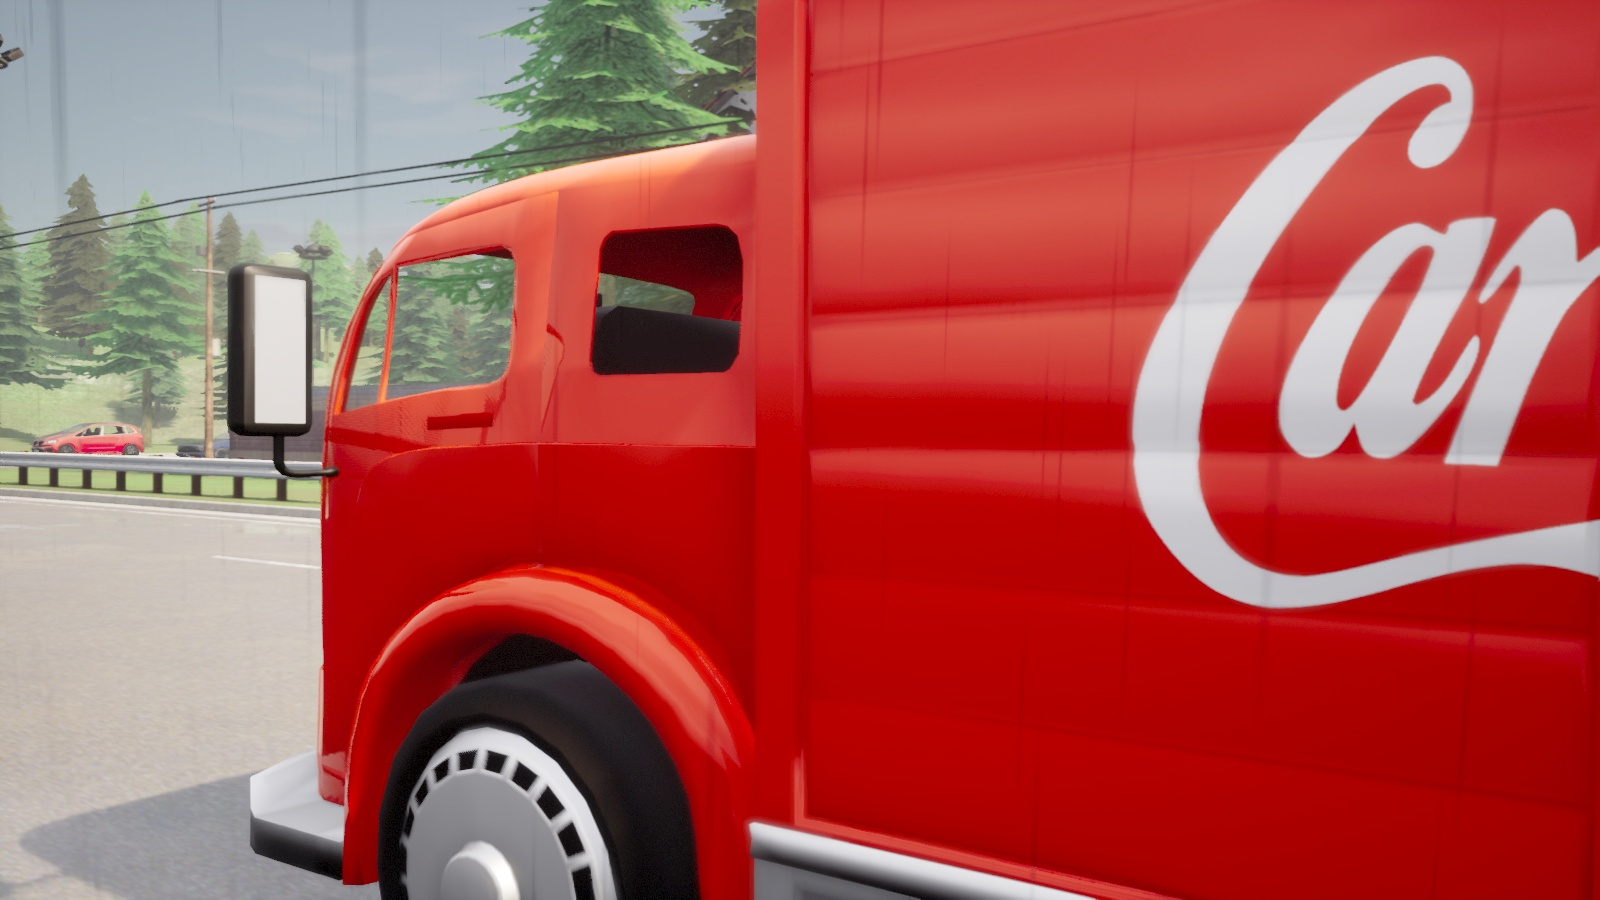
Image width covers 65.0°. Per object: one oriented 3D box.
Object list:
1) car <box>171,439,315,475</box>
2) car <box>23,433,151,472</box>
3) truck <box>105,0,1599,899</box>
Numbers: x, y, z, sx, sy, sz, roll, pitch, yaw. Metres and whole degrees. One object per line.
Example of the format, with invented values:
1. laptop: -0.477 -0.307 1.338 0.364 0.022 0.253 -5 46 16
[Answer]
1. car: -23.631 0.268 53.499 2.033 1.411 5.357 0 1 34
2. car: -33.054 0.083 58.308 2.242 1.667 4.611 0 1 34
3. truck: 1.146 0.192 2.853 5.204 2.467 2.627 0 1 34
